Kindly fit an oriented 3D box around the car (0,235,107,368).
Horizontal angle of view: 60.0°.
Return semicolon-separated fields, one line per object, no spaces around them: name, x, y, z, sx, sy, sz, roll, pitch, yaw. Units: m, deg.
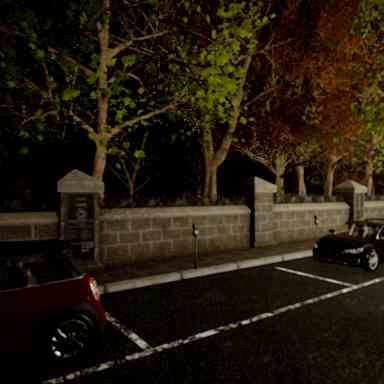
car;-3.313;1.440;4.196;4.097;1.590;1.967;0;0;-35

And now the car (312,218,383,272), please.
car;5.661;1.552;10.687;4.403;1.369;2.008;0;0;-35
